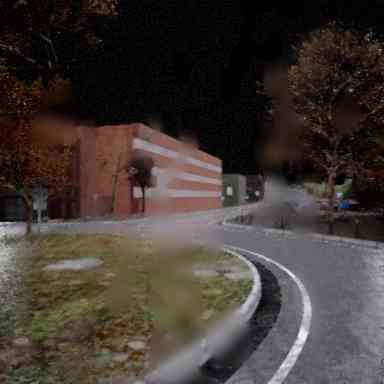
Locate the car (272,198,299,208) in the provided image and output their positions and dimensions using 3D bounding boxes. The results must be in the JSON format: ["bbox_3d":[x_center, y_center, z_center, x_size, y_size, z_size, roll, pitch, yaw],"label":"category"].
[{"bbox_3d":[20.344,2.564,72.237,5.566,2.045,2.435,0,-1,17],"label":"car"}]

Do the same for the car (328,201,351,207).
[{"bbox_3d":[37.465,3.034,84.701,5.008,1.535,2.097,0,-1,17],"label":"car"}]

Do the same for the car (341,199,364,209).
[{"bbox_3d":[31.482,2.541,65.859,4.553,1.767,2.185,0,-1,17],"label":"car"}]

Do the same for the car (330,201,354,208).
[{"bbox_3d":[35.772,2.936,79.314,4.892,1.521,2.231,0,-1,17],"label":"car"}]

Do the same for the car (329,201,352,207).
[{"bbox_3d":[36.618,2.985,82.008,5.008,1.535,2.097,0,-1,17],"label":"car"}]

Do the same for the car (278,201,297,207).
[{"bbox_3d":[24.612,3.113,85.698,4.674,1.452,2.002,0,-1,17],"label":"car"}]

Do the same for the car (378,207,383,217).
[{"bbox_3d":[21.297,1.940,33.641,2.128,1.511,4.902,0,-1,-20],"label":"car"}]

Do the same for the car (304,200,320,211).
[{"bbox_3d":[20.034,2.561,56.426,1.994,1.385,4.181,0,-1,17],"label":"car"}]

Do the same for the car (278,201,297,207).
[{"bbox_3d":[25.429,3.152,88.403,4.792,1.488,2.163,0,-1,17],"label":"car"}]

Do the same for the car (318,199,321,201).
[{"bbox_3d":[26.090,2.505,64.864,2.097,1.767,4.553,0,-1,17],"label":"car"}]

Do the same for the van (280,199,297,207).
[{"bbox_3d":[26.415,2.945,91.060,4.442,1.987,1.878,0,-1,17],"label":"van"}]

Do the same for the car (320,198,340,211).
[{"bbox_3d":[23.521,2.351,56.598,2.097,1.767,4.553,0,-1,18],"label":"car"}]

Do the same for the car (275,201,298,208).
[{"bbox_3d":[22.061,2.921,77.617,5.008,1.535,2.097,0,-1,17],"label":"car"}]

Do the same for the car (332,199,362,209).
[{"bbox_3d":[33.249,2.532,71.363,5.566,2.045,2.435,0,-1,17],"label":"car"}]
